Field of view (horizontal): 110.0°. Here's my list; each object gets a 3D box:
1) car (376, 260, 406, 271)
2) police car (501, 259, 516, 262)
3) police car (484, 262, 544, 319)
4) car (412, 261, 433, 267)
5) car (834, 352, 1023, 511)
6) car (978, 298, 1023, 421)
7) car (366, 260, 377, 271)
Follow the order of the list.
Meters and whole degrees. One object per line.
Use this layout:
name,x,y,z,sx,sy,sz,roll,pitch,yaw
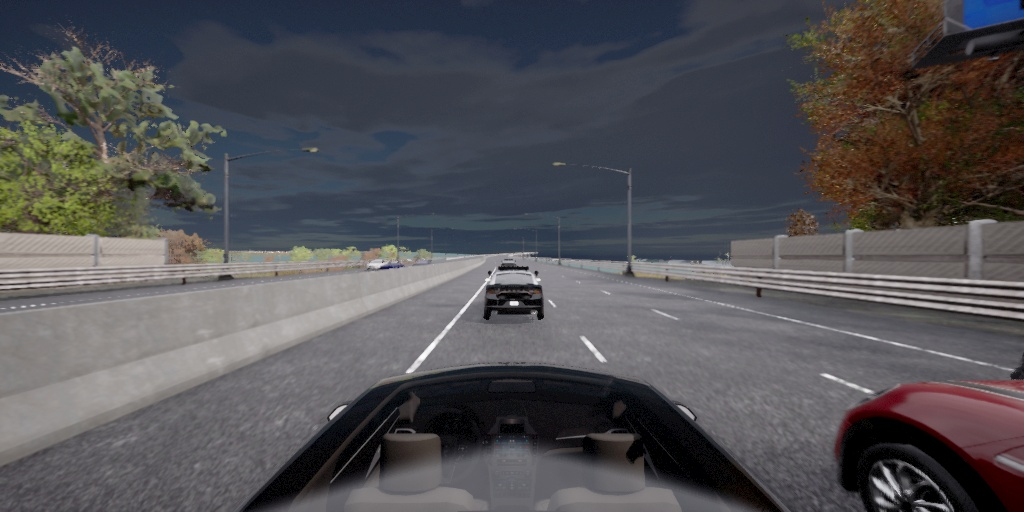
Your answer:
car,-14.625,1.335,44.117,1.895,1.301,4.718,0,0,-1
police car,-0.430,1.157,43.959,1.930,1.638,5.238,0,0,-1
police car,0.050,1.173,13.014,1.930,1.638,5.238,0,0,0
car,-11.150,1.280,45.237,2.033,1.411,5.357,0,0,-1
car,3.592,1.101,0.914,2.097,1.767,4.553,0,0,0
car,7.092,1.274,2.421,1.812,1.442,4.674,0,0,0
car,-18.230,1.256,48.852,1.812,1.442,4.674,0,0,-1
